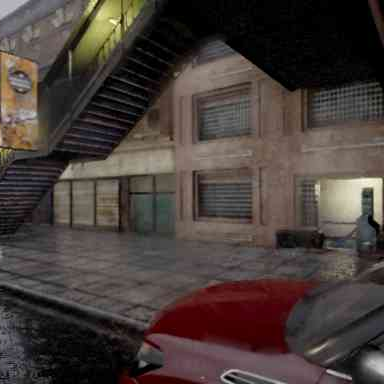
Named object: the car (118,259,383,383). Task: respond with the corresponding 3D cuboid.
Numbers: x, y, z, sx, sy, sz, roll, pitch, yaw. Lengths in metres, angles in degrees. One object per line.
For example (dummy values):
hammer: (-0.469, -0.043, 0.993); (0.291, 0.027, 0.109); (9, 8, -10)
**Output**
car: (2.075, 1.220, 1.840); (5.566, 2.045, 2.435); (-1, 0, 35)
